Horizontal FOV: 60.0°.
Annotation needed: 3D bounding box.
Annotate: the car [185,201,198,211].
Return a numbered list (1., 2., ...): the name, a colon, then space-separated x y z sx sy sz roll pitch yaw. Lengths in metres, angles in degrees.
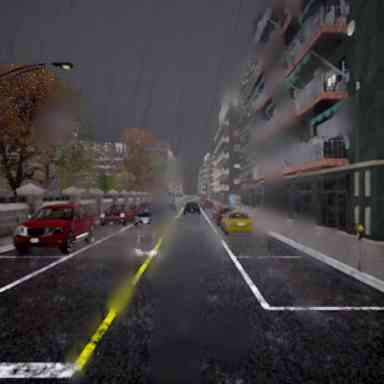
1. car: -0.042 2.110 49.809 1.895 1.301 4.718 0 -1 0

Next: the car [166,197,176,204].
1. car: -5.777 2.277 92.054 2.192 1.841 5.009 0 -1 0

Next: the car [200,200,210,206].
1. car: 2.624 2.289 69.920 1.947 1.339 4.313 0 -1 0

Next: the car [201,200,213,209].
1. car: 2.634 2.149 58.850 1.887 1.381 4.507 0 -1 0

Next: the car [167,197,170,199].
1. car: -5.751 2.187 64.207 1.752 1.417 4.829 0 -1 0

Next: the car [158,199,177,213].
1. car: -3.039 2.033 44.468 1.994 1.385 4.181 0 -1 0

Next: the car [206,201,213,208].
1. car: 2.659 1.867 31.176 2.008 1.369 4.403 0 -1 0

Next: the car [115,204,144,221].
1. car: -5.721 1.860 31.168 1.887 1.381 4.507 0 -1 0

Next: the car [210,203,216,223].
1. car: 2.664 1.804 25.641 1.887 1.381 4.507 0 -1 0

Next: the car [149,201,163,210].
1. car: -5.741 2.127 53.307 1.802 1.307 4.206 0 -1 0

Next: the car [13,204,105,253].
1. car: -5.707 1.461 14.565 2.192 1.841 5.009 0 -1 0

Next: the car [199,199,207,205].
1. car: 2.614 2.409 80.989 1.947 1.339 4.313 0 -1 0

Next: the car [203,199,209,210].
1. car: 2.639 2.091 53.315 1.887 1.381 4.507 0 -1 0

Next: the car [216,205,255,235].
1. car: 2.669 1.729 20.276 1.752 1.417 4.829 0 -1 0

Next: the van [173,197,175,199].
1. van: -5.772 2.243 86.518 1.690 1.788 3.998 0 -1 0

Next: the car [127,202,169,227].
1. car: -3.119 1.741 24.793 2.128 1.511 4.902 0 -1 0

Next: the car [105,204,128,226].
1. car: -5.717 1.699 25.634 1.967 1.590 4.097 0 -1 0

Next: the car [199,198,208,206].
1. car: 2.619 2.223 75.456 1.967 1.590 4.097 0 -1 0

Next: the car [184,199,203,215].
1. car: 0.012 1.878 39.354 1.882 1.535 5.008 0 -1 0

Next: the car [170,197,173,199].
1. car: -5.756 2.273 69.912 2.008 1.369 4.403 0 -1 0
